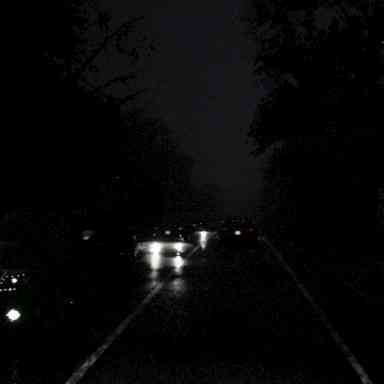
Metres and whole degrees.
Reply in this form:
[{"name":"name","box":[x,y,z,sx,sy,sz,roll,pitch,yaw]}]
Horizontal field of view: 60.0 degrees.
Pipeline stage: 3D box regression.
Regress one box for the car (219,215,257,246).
[{"name":"car","box":[2.523,2.071,18.240,1.994,1.385,4.181,1,-3,8]}]

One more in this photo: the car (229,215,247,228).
[{"name":"car","box":[5.647,3.523,40.636,2.033,1.411,5.357,1,-4,9]}]

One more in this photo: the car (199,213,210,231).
[{"name":"car","box":[0.574,2.737,30.597,1.837,1.490,4.892,1,-4,8]}]

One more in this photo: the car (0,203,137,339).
[{"name":"car","box":[-2.893,1.264,7.104,2.150,2.045,5.566,1,-1,9]}]

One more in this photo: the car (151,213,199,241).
[{"name":"car","box":[-1.009,2.088,19.692,1.994,1.385,4.181,1,-3,9]}]
